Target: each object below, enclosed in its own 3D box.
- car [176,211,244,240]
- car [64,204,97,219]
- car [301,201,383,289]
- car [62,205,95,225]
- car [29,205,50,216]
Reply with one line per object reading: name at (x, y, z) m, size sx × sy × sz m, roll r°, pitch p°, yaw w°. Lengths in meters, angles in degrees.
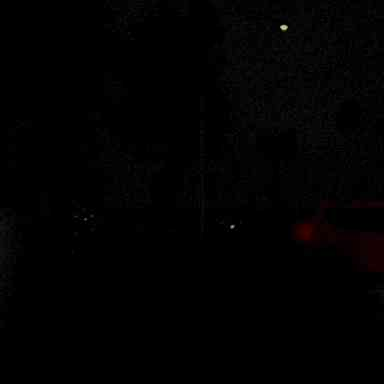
car at (0.879, 1.737, 18.318) m, size 1.994 × 1.385 × 4.181 m, roll 0°, pitch -1°, yaw -35°
car at (-12.805, 2.173, 37.953) m, size 2.033 × 1.411 × 5.357 m, roll 0°, pitch -1°, yaw -35°
car at (5.063, 1.232, 7.156) m, size 2.150 × 2.045 × 5.566 m, roll 0°, pitch -1°, yaw -35°
car at (-9.859, 1.973, 28.576) m, size 1.812 × 1.442 × 4.674 m, roll 0°, pitch -1°, yaw -35°
car at (-19.582, 2.296, 42.694) m, size 1.895 × 1.301 × 4.718 m, roll 0°, pitch -1°, yaw -35°
